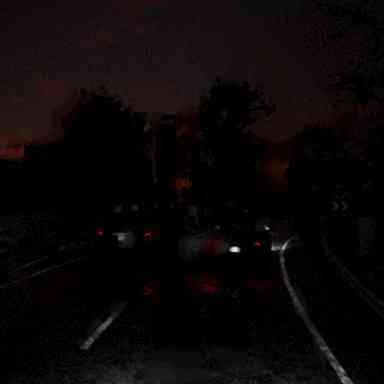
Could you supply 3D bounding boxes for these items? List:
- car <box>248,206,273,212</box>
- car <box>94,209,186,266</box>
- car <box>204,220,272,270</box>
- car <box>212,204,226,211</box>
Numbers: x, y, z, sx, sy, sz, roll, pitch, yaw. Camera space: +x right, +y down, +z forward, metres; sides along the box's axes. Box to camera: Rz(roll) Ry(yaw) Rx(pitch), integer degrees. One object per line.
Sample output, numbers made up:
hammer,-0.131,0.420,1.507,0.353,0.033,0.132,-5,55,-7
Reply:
car,13.062,3.000,63.848,5.008,1.535,1.882,-2,-2,45
car,-1.660,1.471,12.257,2.097,1.767,4.553,0,-1,13
car,1.714,1.667,11.541,1.994,1.385,4.181,-1,-1,14
car,5.489,3.051,65.290,4.902,1.511,2.128,-1,-2,24
